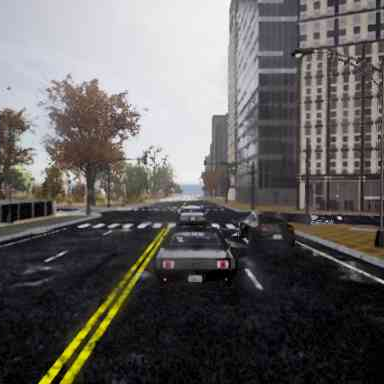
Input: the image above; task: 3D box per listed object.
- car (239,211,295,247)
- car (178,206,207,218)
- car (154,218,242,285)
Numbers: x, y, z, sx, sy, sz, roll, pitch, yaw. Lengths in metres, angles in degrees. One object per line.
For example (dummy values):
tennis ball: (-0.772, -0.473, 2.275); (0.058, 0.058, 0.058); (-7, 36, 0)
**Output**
car: (3.347, 1.612, 15.328); (1.812, 1.442, 4.674); (0, 0, 0)
car: (0.041, 1.676, 22.323); (2.033, 1.411, 5.357); (0, 0, 0)
car: (0.085, 1.655, 9.632); (1.895, 1.301, 4.718); (0, 0, 0)
